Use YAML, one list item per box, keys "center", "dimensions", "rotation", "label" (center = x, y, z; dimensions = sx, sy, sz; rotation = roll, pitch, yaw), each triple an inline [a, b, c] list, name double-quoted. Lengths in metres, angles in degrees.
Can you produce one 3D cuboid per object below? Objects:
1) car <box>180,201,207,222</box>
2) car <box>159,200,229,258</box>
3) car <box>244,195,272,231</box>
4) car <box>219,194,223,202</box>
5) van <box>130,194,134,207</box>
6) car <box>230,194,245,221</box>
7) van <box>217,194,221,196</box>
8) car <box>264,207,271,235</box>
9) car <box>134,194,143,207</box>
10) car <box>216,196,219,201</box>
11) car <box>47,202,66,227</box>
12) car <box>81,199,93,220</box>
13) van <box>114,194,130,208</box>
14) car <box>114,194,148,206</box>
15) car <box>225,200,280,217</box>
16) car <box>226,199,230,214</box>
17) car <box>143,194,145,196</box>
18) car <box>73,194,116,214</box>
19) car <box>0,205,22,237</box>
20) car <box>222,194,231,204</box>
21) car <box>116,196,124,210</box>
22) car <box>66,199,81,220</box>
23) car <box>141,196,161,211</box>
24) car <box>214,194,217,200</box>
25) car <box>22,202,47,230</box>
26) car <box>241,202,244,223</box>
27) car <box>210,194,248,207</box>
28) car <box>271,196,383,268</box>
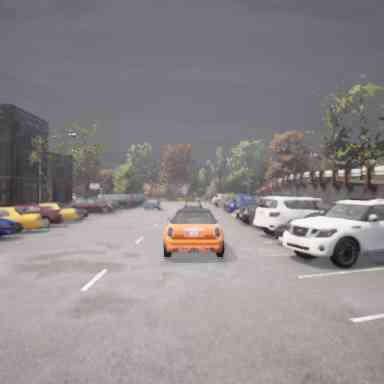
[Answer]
- center: [0.097, 1.570, 28.571]
  dimensions: [2.128, 1.511, 4.902]
  rotation: [0, 0, 0]
  label: "car"
- center: [0.073, 1.390, 13.097]
  dimensions: [2.097, 1.767, 4.553]
  rotation: [0, 0, 0]
  label: "car"
- center: [5.975, 1.284, 17.553]
  dimensions: [5.566, 2.045, 2.435]
  rotation: [1, 0, -20]
  label: "car"
- center: [5.935, 1.466, 38.699]
  dimensions: [4.553, 1.767, 2.185]
  rotation: [1, 0, -20]
  label: "car"
- center: [-11.074, 1.392, 48.047]
  dimensions: [4.442, 1.987, 1.878]
  rotation: [-1, 0, -20]
  label: "van"
- center: [5.921, 1.299, 23.581]
  dimensions: [5.566, 2.045, 2.435]
  rotation: [1, 0, -20]
  label: "car"
- center: [6.090, 1.383, 44.787]
  dimensions: [4.442, 1.987, 1.878]
  rotation: [1, 0, -20]
  label: "van"
- center: [5.909, 1.556, 14.509]
  dimensions: [4.792, 1.488, 2.163]
  rotation: [1, 0, -20]
  label: "car"
- center: [-10.938, 1.372, 51.064]
  dimensions: [5.566, 2.045, 2.435]
  rotation: [-1, 0, -20]
  label: "car"
- center: [5.982, 1.601, 41.719]
  dimensions: [4.892, 1.521, 2.231]
  rotation: [1, 0, -20]
  label: "car"
- center: [-10.998, 1.546, 21.463]
  dimensions: [5.008, 1.535, 2.097]
  rotation: [-1, 0, -20]
  label: "car"
- center: [-10.967, 1.592, 27.393]
  dimensions: [4.792, 1.488, 2.163]
  rotation: [-1, 0, -20]
  label: "car"
- center: [-11.079, 1.385, 45.088]
  dimensions: [4.442, 1.987, 1.878]
  rotation: [-1, 0, -20]
  label: "van"
- center: [-10.970, 1.394, 59.907]
  dimensions: [5.566, 2.045, 2.435]
  rotation: [-1, 0, -20]
  label: "car"
- center: [5.932, 1.605, 32.645]
  dimensions: [4.792, 1.488, 2.163]
  rotation: [1, 0, -20]
  label: "car"
- center: [5.780, 1.554, 26.544]
  dimensions: [5.366, 1.575, 1.946]
  rotation: [1, 0, -20]
  label: "car"
- center: [-10.933, 1.379, 54.023]
  dimensions: [5.566, 2.045, 2.435]
  rotation: [-1, 0, -20]
  label: "car"
- center: [-11.009, 1.462, 36.245]
  dimensions: [4.553, 1.767, 2.185]
  rotation: [-1, 0, -20]
  label: "car"
- center: [-11.004, 1.530, 15.534]
  dimensions: [5.008, 1.535, 2.097]
  rotation: [-1, 0, -20]
  label: "car"
- center: [5.988, 1.317, 29.644]
  dimensions: [5.566, 2.045, 2.435]
  rotation: [1, 0, -20]
  label: "car"
- center: [-10.974, 1.596, 39.219]
  dimensions: [4.892, 1.521, 2.231]
  rotation: [-1, 0, -20]
  label: "car"
- center: [-11.164, 1.554, 24.347]
  dimensions: [5.366, 1.575, 1.946]
  rotation: [-1, 0, -20]
  label: "car"
- center: [-5.058, 1.643, 43.172]
  dimensions: [1.812, 1.442, 4.674]
  rotation: [0, 0, 0]
  label: "car"
- center: [6.018, 1.489, 47.770]
  dimensions: [4.553, 1.767, 2.185]
  rotation: [1, 0, -20]
  label: "car"
- center: [-11.173, 1.538, 18.430]
  dimensions: [5.366, 1.575, 1.946]
  rotation: [-1, 0, -20]
  label: "car"
- center: [5.932, 1.544, 20.574]
  dimensions: [4.892, 1.521, 2.231]
  rotation: [1, 0, -20]
  label: "car"
- center: [6.015, 1.378, 53.828]
  dimensions: [5.566, 2.045, 2.435]
  rotation: [1, 0, -20]
  label: "car"
- center: [5.911, 1.266, 11.486]
  dimensions: [5.566, 2.045, 2.435]
  rotation: [1, 0, -20]
  label: "car"
